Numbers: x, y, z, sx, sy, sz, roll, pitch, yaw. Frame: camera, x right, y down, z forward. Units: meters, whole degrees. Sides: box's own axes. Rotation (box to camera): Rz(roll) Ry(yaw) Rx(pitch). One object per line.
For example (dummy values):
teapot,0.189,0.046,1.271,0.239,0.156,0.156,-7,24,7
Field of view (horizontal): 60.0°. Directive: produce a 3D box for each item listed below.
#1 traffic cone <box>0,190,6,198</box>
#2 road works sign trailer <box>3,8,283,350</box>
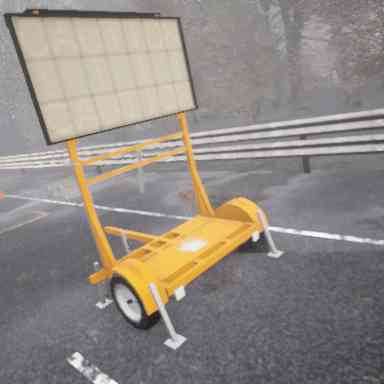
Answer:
traffic cone,-8.757,-0.020,15.106,0.340,0.580,0.340,3,21,45
road works sign trailer,-0.816,-0.508,4.601,2.880,3.560,2.380,3,21,45
